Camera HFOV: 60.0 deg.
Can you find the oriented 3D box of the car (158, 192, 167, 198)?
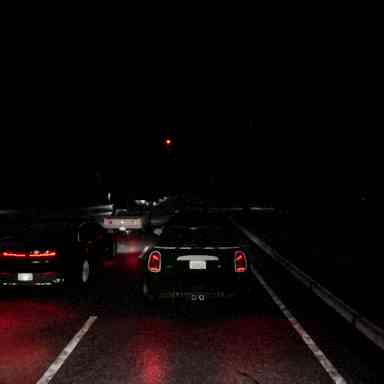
[{"bbox_3d":[-7.570,0.718,86.542,2.033,1.411,5.357,0,1,-3],"label":"car"}]

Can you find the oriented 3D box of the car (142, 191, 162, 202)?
[{"bbox_3d":[-7.099,1.075,59.284,2.033,1.411,5.357,0,1,0],"label":"car"}]

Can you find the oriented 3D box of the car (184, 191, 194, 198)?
[{"bbox_3d":[-0.539,0.707,86.157,1.812,1.442,4.674,0,1,-4],"label":"car"}]

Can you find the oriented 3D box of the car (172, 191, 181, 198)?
[{"bbox_3d":[-4.014,0.692,85.661,1.837,1.490,4.892,0,1,-4],"label":"car"}]

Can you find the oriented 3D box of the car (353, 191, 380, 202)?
[{"bbox_3d":[22.210,0.919,39.773,5.566,2.045,2.150,0,1,-3],"label":"car"}]

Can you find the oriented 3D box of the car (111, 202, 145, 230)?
[{"bbox_3d":[-3.405,1.487,18.530,1.895,1.301,4.718,0,1,0],"label":"car"}]

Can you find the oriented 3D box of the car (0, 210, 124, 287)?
[{"bbox_3d":[-3.400,1.468,9.210,1.837,1.490,4.892,0,0,0],"label":"car"}]

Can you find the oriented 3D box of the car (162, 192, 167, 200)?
[{"bbox_3d":[-7.086,0.930,71.958,2.033,1.411,5.357,0,1,-1],"label":"car"}]

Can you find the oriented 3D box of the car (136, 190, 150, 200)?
[{"bbox_3d":[-10.549,0.780,68.793,2.097,1.767,4.553,0,1,0],"label":"car"}]

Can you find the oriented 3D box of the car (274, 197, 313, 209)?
[{"bbox_3d":[12.191,1.306,39.206,4.718,1.301,1.895,0,1,-3],"label":"car"}]

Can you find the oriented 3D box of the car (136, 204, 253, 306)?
[{"bbox_3d":[0.101,1.323,8.152,2.097,1.767,4.553,0,0,0],"label":"car"}]

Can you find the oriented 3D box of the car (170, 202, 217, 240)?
[{"bbox_3d":[0.089,1.388,17.348,2.128,1.511,4.902,0,0,1],"label":"car"}]

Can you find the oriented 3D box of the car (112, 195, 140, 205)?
[{"bbox_3d":[-7.109,1.342,35.127,1.895,1.301,4.718,0,1,0],"label":"car"}]
